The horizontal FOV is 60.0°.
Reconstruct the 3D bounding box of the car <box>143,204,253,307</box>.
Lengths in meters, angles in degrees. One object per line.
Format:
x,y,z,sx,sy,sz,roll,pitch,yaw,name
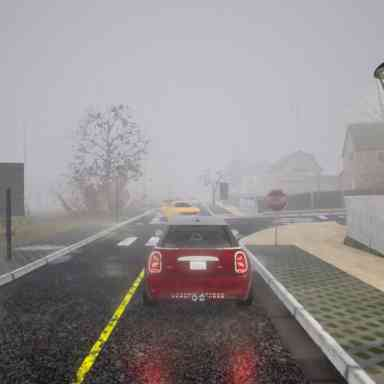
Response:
0.115,1.351,8.158,2.097,1.767,4.553,0,0,0,car

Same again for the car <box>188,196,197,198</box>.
0.204,1.551,55.961,1.812,1.442,4.674,0,0,0,car

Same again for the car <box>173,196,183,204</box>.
-2.678,1.559,63.961,1.812,1.442,4.674,0,0,0,car

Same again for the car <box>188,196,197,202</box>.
0.147,1.604,75.569,1.994,1.385,4.181,0,0,0,car

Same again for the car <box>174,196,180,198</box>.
-2.767,1.536,39.355,1.812,1.442,4.674,0,0,0,car

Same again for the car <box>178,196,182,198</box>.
-2.740,1.621,50.634,1.895,1.301,4.718,0,0,0,car

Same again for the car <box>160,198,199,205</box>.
-0.995,1.462,26.097,1.882,1.535,5.008,-1,0,-22,car
